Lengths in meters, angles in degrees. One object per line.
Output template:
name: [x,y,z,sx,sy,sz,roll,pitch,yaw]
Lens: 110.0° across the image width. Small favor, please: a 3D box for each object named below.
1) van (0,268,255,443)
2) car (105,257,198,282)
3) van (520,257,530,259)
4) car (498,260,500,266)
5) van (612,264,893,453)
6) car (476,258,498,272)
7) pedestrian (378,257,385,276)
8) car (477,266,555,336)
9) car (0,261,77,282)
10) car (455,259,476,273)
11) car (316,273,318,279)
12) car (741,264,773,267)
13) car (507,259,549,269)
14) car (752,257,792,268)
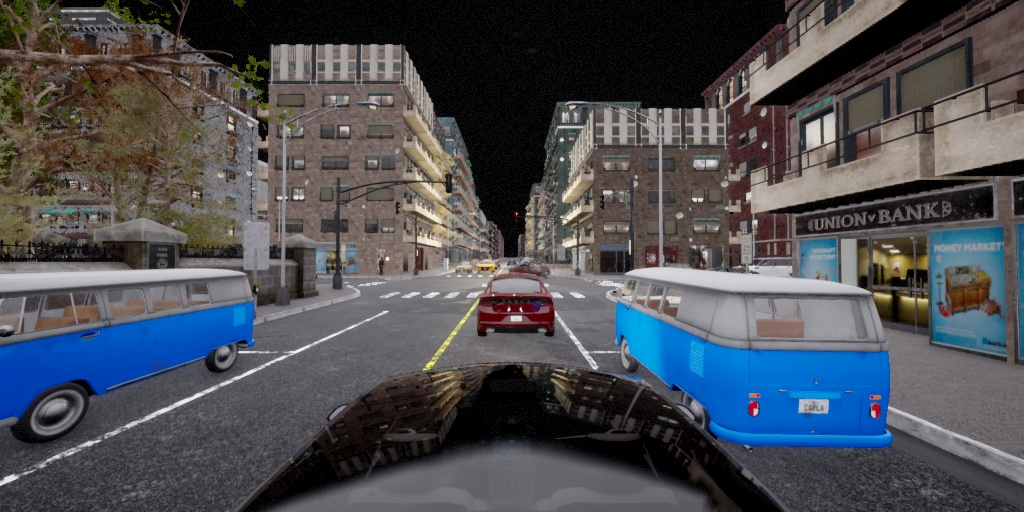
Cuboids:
van: [-5.656,1.092,5.022,1.690,1.789,3.998,0,0,0]
car: [-25.831,0.950,25.827,4.553,1.767,2.097,0,-1,1]
van: [2.690,1.114,59.894,1.690,1.789,3.998,0,0,0]
car: [-3.097,1.318,53.619,2.033,1.411,5.357,0,0,0]
van: [2.658,1.092,5.020,1.690,1.789,3.998,0,0,0]
car: [-3.102,1.243,43.658,1.882,1.535,5.008,0,0,0]
pedestrian: [-12.540,0.969,34.408,0.375,1.860,0.375,0,-1,1]
car: [0.098,1.230,10.381,1.882,1.535,5.008,0,0,0]
car: [-35.359,1.094,25.945,5.357,1.411,2.033,0,-1,1]
car: [-5.690,1.291,42.796,1.751,1.417,4.829,0,0,0]
car: [-16.605,1.139,25.715,4.902,1.511,2.128,0,-1,1]
car: [13.534,1.333,22.755,4.313,1.339,1.948,0,0,1]
car: [1.552,1.291,32.935,1.812,1.442,4.674,-1,1,-38]
car: [20.182,1.130,28.489,5.566,2.045,2.150,0,-1,1]
